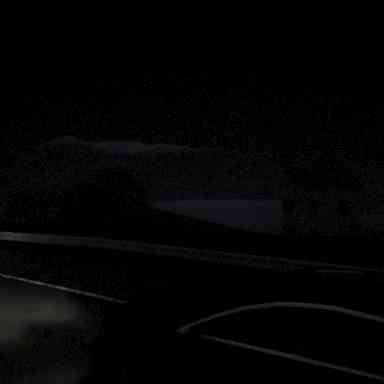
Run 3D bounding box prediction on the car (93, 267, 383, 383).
[{"bbox_3d":[1.155,1.489,2.996,4.902,1.511,2.128,-1,0,35],"label":"car"}]
